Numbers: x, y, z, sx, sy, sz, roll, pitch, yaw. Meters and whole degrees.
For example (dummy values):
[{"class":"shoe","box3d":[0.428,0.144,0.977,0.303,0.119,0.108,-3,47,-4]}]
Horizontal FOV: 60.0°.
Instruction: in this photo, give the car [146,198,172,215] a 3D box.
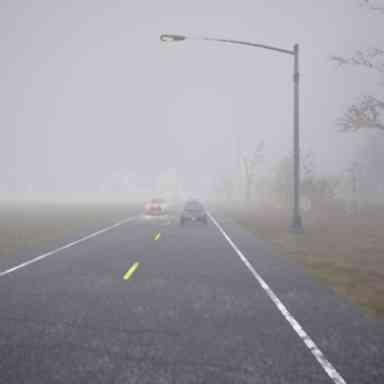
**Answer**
[{"class":"car","box3d":[-3.575,1.402,34.878,2.097,1.767,4.553,0,0,0]}]

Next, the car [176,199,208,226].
[{"class":"car","box3d":[0.112,1.530,23.859,2.128,1.511,4.902,0,0,0]}]

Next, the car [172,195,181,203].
[{"class":"car","box3d":[-3.464,1.411,73.759,2.097,1.767,4.553,0,0,0]}]
